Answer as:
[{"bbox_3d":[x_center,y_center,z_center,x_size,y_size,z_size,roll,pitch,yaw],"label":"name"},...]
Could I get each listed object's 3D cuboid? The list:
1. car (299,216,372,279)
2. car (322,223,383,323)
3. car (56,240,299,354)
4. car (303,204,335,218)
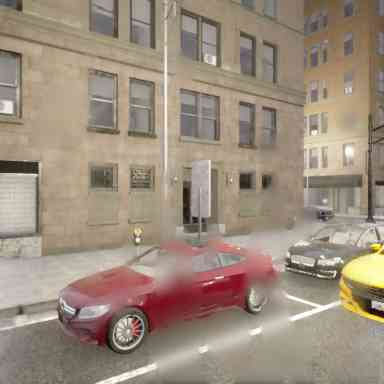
[{"bbox_3d":[4.437,1.550,9.321,4.403,1.369,2.008,0,0,-35],"label":"car"},{"bbox_3d":[4.920,1.477,6.551,5.008,1.535,1.882,0,0,-35],"label":"car"},{"bbox_3d":[-0.198,1.582,6.035,4.206,1.307,1.802,0,0,-35],"label":"car"},{"bbox_3d":[8.227,1.515,25.132,1.895,1.301,4.718,0,0,-35],"label":"car"}]
